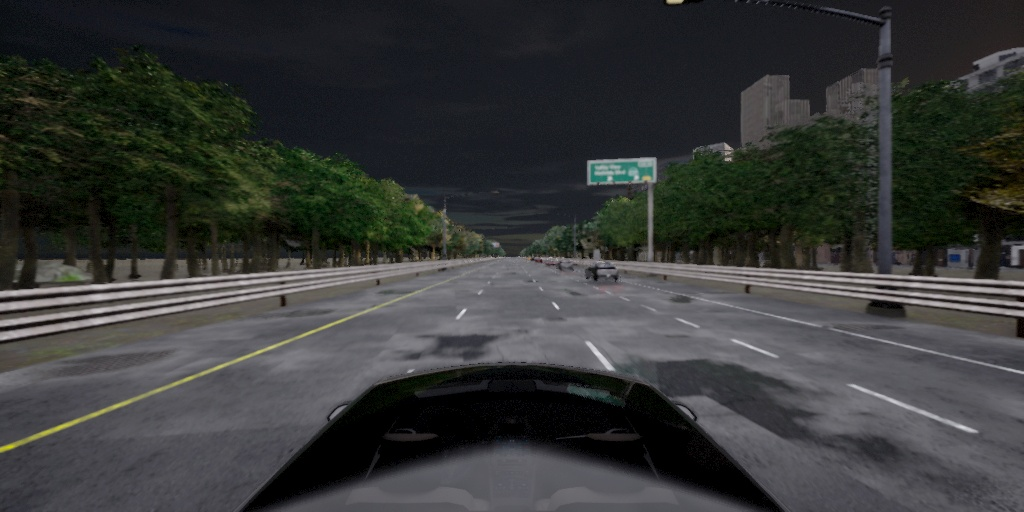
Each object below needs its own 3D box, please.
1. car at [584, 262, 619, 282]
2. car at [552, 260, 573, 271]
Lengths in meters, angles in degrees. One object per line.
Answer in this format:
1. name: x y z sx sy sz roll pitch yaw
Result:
1. car: 7.029 1.238 28.551 2.128 1.511 4.902 0 0 0
2. car: 7.065 1.230 48.501 2.128 1.511 4.902 0 0 0
